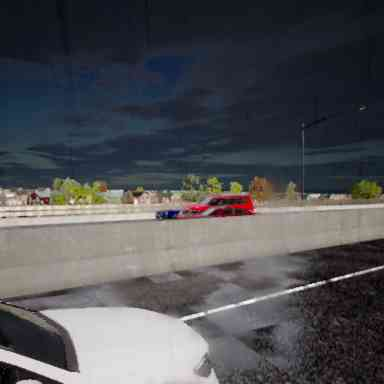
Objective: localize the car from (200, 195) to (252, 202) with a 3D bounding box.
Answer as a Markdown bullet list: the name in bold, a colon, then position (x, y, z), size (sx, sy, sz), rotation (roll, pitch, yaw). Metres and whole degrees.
- **car**: position (1.780, 1.219, 22.213), size (5.566, 2.045, 2.150), rotation (0, 0, -35)

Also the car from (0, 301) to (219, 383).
- **car**: position (-1.937, 1.526, 2.362), size (4.674, 1.442, 1.812), rotation (0, 0, -35)

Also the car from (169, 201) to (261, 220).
- **car**: position (1.532, 1.474, 17.801), size (5.008, 1.535, 1.882), rotation (0, 0, -35)

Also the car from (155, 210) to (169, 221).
- **car**: position (-0.392, 1.598, 24.980), size (4.718, 1.301, 1.895), rotation (0, 0, -34)
